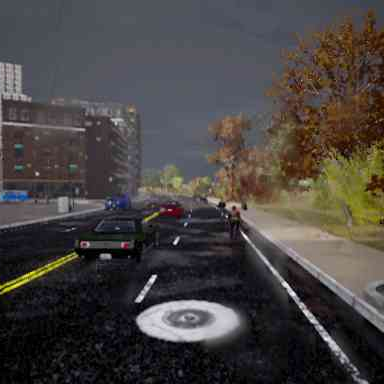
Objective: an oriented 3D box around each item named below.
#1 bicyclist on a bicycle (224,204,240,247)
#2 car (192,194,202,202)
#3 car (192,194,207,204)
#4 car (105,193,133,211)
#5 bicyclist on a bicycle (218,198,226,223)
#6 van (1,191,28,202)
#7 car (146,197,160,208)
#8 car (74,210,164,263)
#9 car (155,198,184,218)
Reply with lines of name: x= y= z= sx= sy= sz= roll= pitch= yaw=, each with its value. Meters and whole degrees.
bicyclist on a bicycle: x=1.761 y=1.406 z=13.829 sx=0.582 sy=1.620 sz=1.656 roll=0 pitch=0 yaw=3
car: x=1.056 y=1.207 z=71.944 sx=1.882 sy=1.535 sz=5.008 roll=0 pitch=0 yaw=-2
car: x=1.568 y=1.285 z=56.010 sx=2.128 sy=1.511 sz=4.902 roll=0 pitch=0 yaw=-1
car: x=-8.279 y=1.087 z=38.104 sx=2.150 sy=2.045 sz=5.566 roll=0 pitch=0 yaw=1
bicyclist on a bicycle: x=2.133 y=1.289 z=23.753 sx=0.659 sy=1.776 sz=1.843 roll=0 pitch=0 yaw=2
van: x=-29.439 y=0.689 z=55.421 sx=3.998 sy=1.788 sz=1.690 roll=1 pitch=-1 yaw=-29
car: x=-4.950 y=1.386 z=44.686 sx=2.033 sy=1.411 sz=5.357 roll=0 pitch=0 yaw=1
car: x=-2.377 y=1.558 z=11.844 sx=1.895 sy=1.301 sz=4.718 roll=0 pitch=0 yaw=3
car: x=-1.772 y=1.461 z=29.334 sx=1.994 sy=1.385 sz=4.181 roll=0 pitch=0 yaw=1
